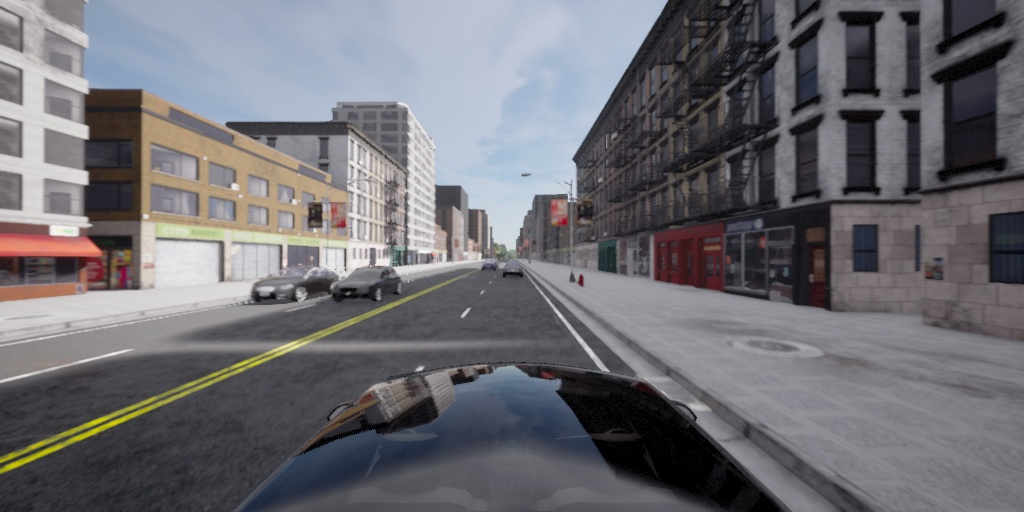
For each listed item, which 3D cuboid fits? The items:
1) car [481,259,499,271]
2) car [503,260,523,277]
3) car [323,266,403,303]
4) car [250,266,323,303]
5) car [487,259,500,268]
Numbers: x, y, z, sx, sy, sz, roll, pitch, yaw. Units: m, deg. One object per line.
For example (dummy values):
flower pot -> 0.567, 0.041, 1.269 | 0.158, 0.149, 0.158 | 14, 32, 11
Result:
car -> -3.172, 1.283, 50.075 | 1.812, 1.442, 4.674 | 0, 0, 0
car -> 0.086, 1.319, 36.221 | 1.994, 1.385, 4.181 | 0, 0, 0
car -> -6.606, 1.256, 16.878 | 1.837, 1.490, 4.892 | 0, 0, 0
car -> -9.856, 1.243, 16.734 | 2.128, 1.511, 4.902 | 0, 0, 0
car -> -3.276, 1.310, 64.367 | 2.033, 1.411, 5.357 | 0, 0, 0
